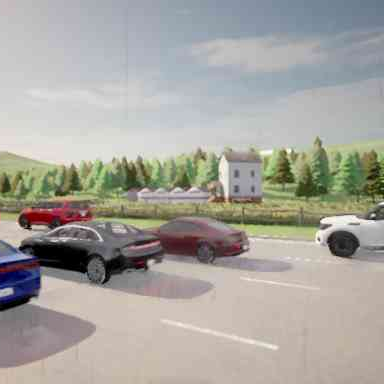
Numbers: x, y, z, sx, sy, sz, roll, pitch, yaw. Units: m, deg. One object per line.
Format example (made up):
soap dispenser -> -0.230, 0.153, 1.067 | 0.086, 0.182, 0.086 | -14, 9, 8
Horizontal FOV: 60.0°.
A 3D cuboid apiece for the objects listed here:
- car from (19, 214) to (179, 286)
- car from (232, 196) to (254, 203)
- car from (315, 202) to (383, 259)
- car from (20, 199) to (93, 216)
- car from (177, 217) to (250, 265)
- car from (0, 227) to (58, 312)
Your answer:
car -> -3.082, 1.598, 9.751 | 4.902, 1.511, 2.128 | 0, -1, 32
car -> 11.106, 1.809, 72.835 | 4.605, 1.855, 1.932 | -1, -1, 32
car -> 7.282, 1.290, 11.535 | 5.566, 2.045, 2.150 | 0, 0, 32
car -> -8.868, 1.469, 21.611 | 5.566, 2.045, 2.150 | 0, 0, 32
car -> -0.203, 1.636, 12.078 | 4.674, 1.442, 1.812 | 0, 0, 32
car -> -5.283, 1.570, 6.997 | 5.008, 1.535, 1.882 | 0, 0, 32
